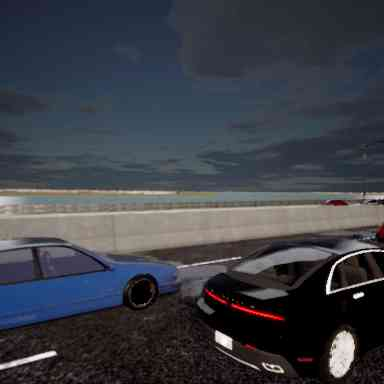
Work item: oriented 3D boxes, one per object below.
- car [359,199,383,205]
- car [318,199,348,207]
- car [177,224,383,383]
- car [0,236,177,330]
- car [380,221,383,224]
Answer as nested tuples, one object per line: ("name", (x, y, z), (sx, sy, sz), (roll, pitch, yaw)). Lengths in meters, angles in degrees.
("car", (22.463, 1.620, 41.108), (4.892, 1.490, 1.837), (0, 0, -34))
("car", (18.036, 1.634, 42.313), (4.674, 1.442, 1.812), (0, 0, -35))
("car", (2.354, 1.521, 5.419), (4.892, 1.490, 1.837), (0, 0, -35))
("car", (-2.809, 1.550, 6.034), (5.357, 1.411, 2.033), (0, 0, -36))
("car", (10.383, 1.614, 15.387), (4.181, 1.385, 1.994), (0, 0, -35))
